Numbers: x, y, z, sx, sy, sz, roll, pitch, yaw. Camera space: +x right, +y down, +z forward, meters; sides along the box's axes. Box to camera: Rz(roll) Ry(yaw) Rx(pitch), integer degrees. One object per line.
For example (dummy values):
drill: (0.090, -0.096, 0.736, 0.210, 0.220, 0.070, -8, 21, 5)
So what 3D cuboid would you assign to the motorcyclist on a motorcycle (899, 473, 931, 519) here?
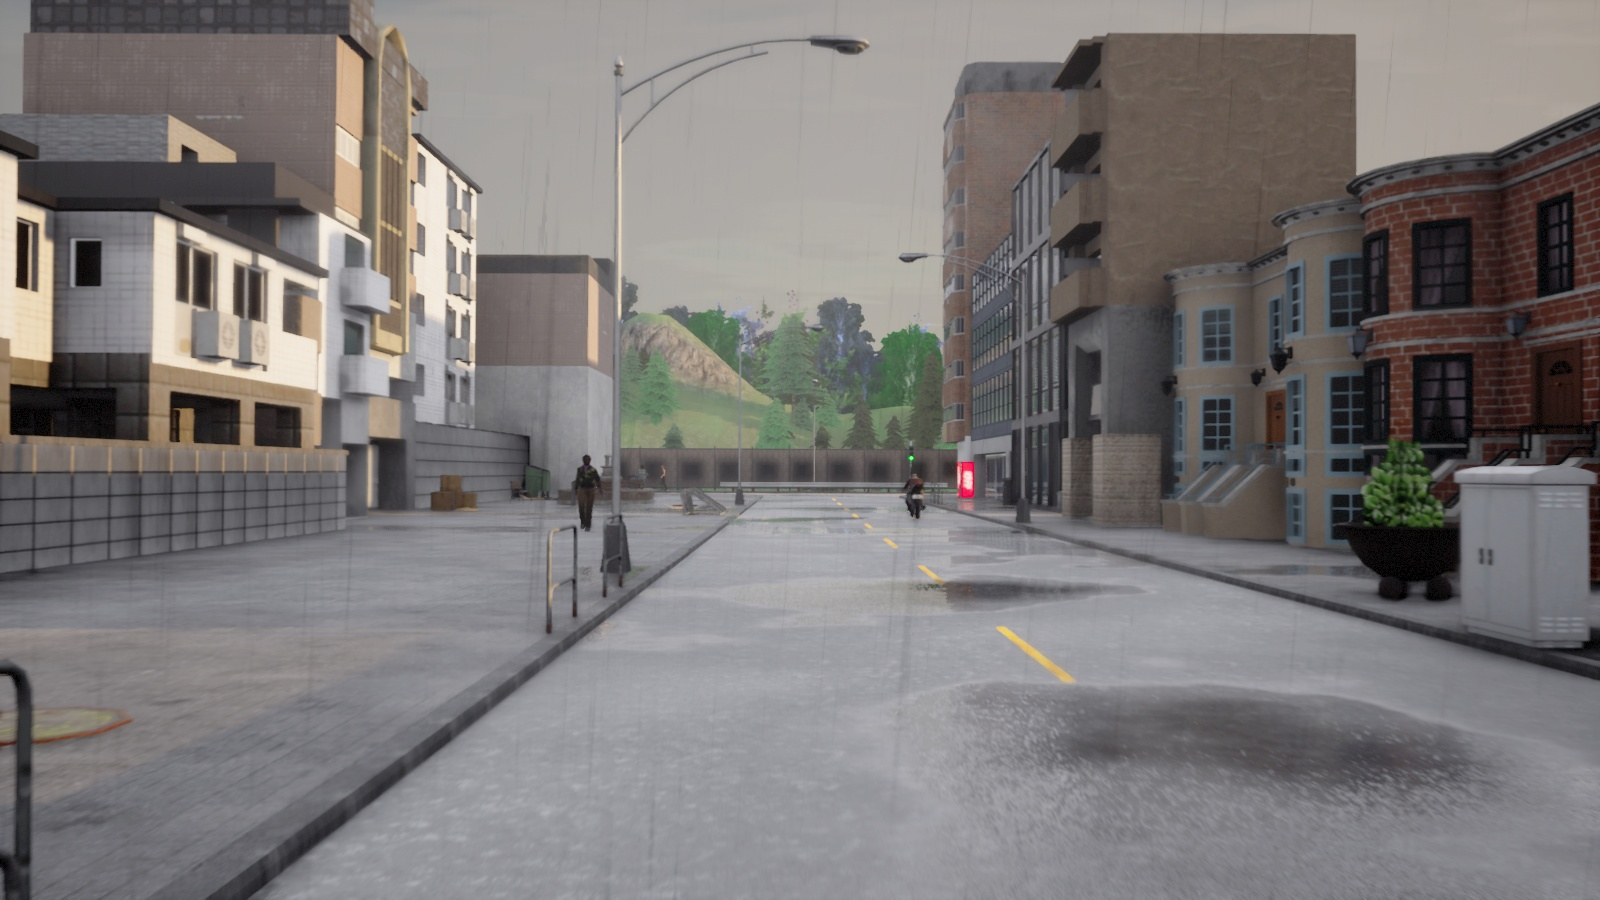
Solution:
motorcyclist on a motorcycle: (3.895, 1.548, 42.651, 0.866, 1.530, 2.191, 0, -1, 0)
